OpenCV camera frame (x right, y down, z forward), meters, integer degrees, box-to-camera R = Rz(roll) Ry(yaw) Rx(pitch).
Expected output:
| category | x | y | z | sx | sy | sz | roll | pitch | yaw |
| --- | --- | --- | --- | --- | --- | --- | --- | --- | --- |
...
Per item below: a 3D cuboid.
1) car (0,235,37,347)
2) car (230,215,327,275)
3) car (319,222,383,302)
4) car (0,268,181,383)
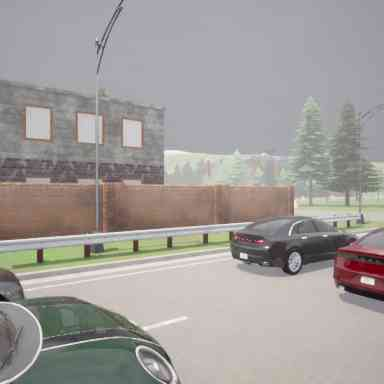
| category | x | y | z | sx | sy | sz | roll | pitch | yaw |
| --- | --- | --- | --- | --- | --- | --- | --- | --- | --- |
| car | -4.673 | 1.564 | 4.712 | 4.181 | 1.385 | 1.994 | 0 | 0 | -36 |
| car | 3.400 | 1.505 | 10.515 | 4.892 | 1.490 | 1.837 | 0 | 0 | -35 |
| car | 5.258 | 1.478 | 7.543 | 5.008 | 1.535 | 1.882 | 0 | 0 | -35 |
| car | -2.256 | 1.352 | 2.137 | 4.553 | 1.767 | 2.097 | 0 | 0 | -35 |
